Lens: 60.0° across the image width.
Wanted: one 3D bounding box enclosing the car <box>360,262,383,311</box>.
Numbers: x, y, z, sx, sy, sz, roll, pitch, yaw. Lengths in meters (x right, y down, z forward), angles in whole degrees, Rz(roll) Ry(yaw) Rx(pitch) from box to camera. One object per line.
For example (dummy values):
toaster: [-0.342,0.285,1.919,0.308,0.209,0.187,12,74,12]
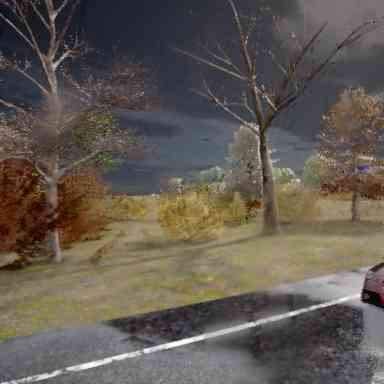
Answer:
car: [5.283,1.604,6.606,4.181,1.385,1.994,0,-1,-32]
